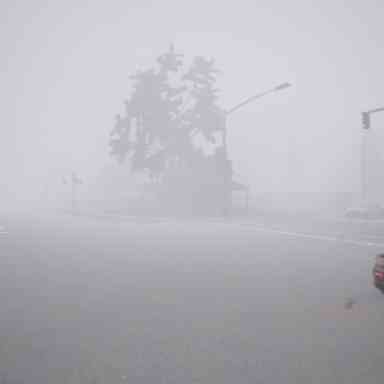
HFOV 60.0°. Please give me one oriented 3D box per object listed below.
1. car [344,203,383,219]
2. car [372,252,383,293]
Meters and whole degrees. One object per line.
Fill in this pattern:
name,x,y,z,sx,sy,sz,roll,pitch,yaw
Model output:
car,16.365,1.731,31.401,4.674,1.442,1.812,0,0,-33
car,5.954,1.572,7.571,4.674,1.442,1.812,0,-1,-34
